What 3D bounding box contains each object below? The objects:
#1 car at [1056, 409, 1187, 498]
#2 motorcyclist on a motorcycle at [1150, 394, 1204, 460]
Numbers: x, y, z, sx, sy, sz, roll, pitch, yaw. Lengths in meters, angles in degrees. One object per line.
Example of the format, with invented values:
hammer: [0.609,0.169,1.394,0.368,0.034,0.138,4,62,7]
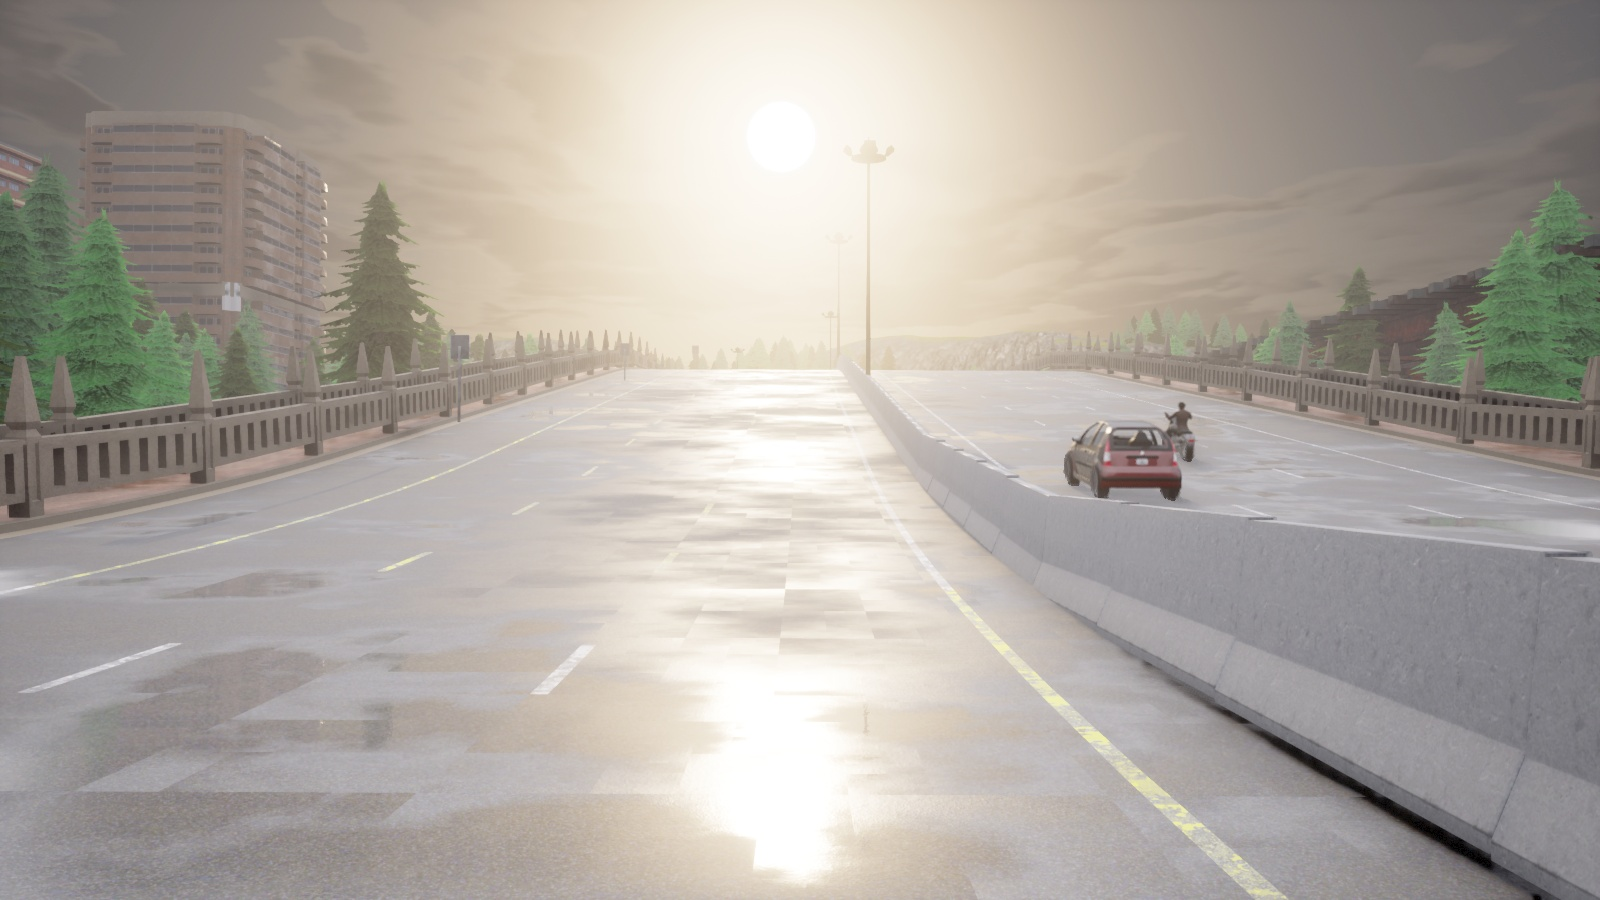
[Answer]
car: [6.990,0.012,27.691,1.851,1.617,3.988,0,5,0]
motorcyclist on a motorcycle: [10.508,-0.660,35.079,0.766,1.649,2.350,0,6,0]
